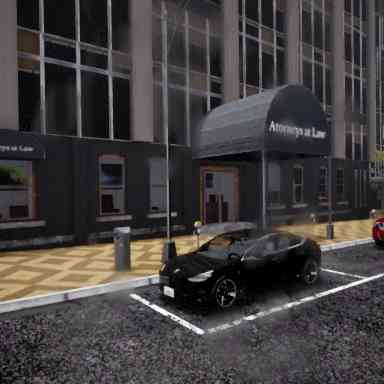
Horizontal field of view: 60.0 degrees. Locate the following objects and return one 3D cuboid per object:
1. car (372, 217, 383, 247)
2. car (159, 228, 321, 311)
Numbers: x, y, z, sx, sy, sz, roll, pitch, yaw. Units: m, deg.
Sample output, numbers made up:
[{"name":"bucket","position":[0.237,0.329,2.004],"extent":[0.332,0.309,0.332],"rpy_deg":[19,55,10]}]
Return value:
[{"name":"car","position":[9.571,1.310,13.973],"extent":[5.009,1.841,2.192],"rpy_deg":[0,-1,-37]},{"name":"car","position":[1.290,1.564,7.777],"extent":[4.313,1.339,1.947],"rpy_deg":[0,-1,-37]}]
